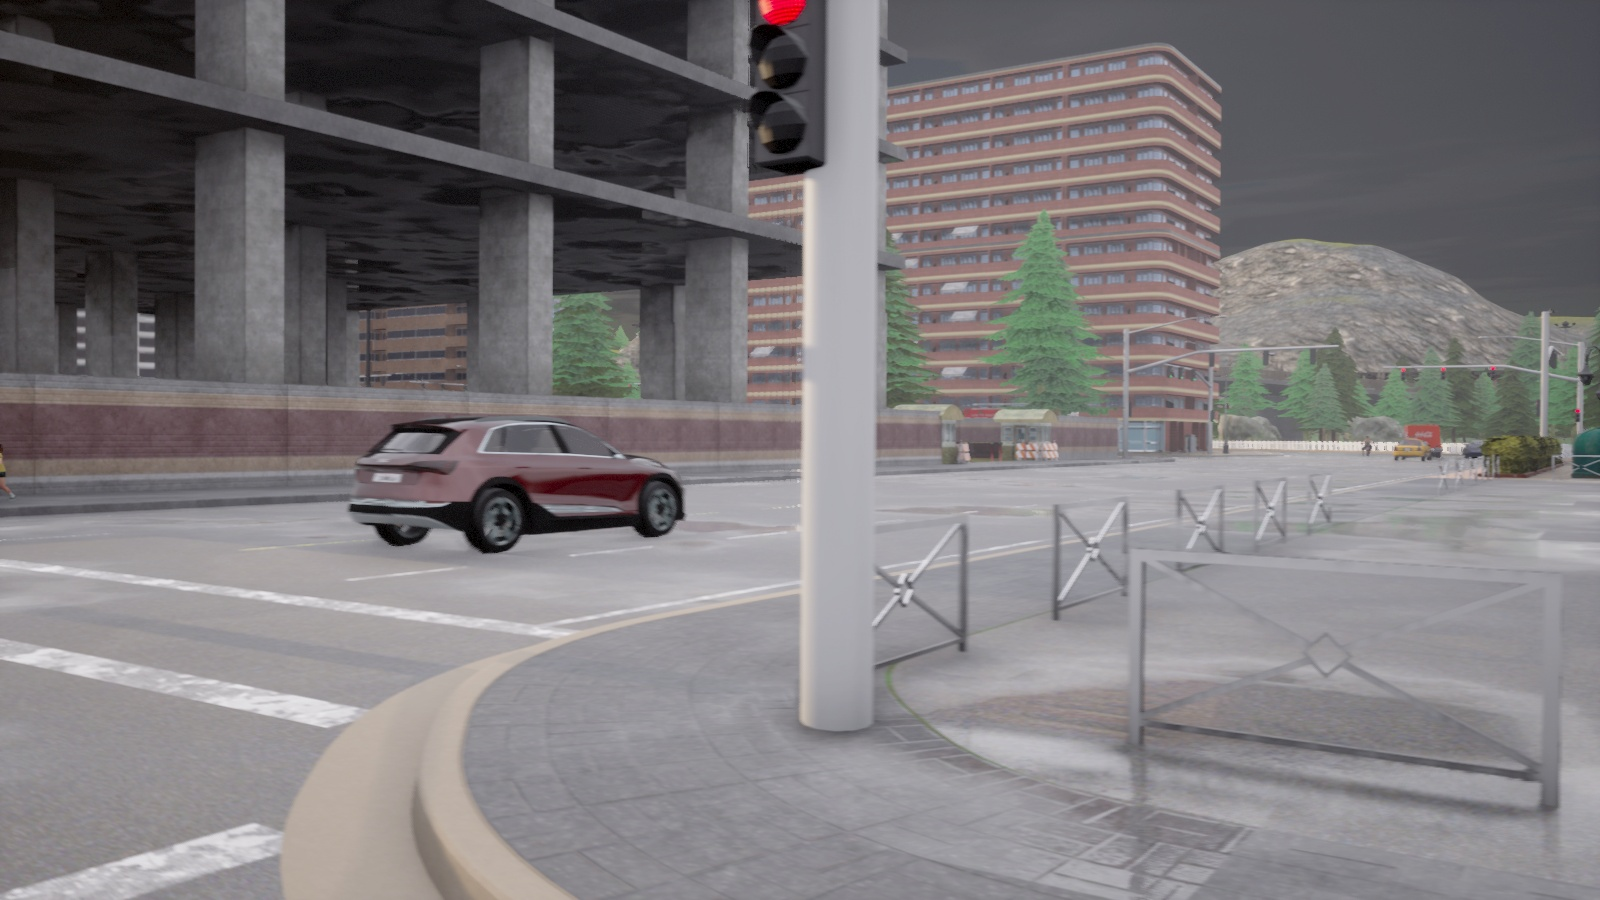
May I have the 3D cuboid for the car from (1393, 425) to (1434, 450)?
[{"bbox_3d":[40.519,-0.831,82.892,1.801,1.575,5.366,0,1,33],"label":"car"}]

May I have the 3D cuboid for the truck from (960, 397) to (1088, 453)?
[{"bbox_3d":[15.891,-1.733,89.354,8.468,3.827,2.891,0,1,34],"label":"truck"}]

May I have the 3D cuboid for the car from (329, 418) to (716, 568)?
[{"bbox_3d":[-3.382,0.434,16.328,2.033,1.649,4.856,0,1,33],"label":"car"}]

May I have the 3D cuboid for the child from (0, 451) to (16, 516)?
[{"bbox_3d":[-13.843,0.583,21.726,0.255,1.110,0.394,0,1,25],"label":"child"}]
